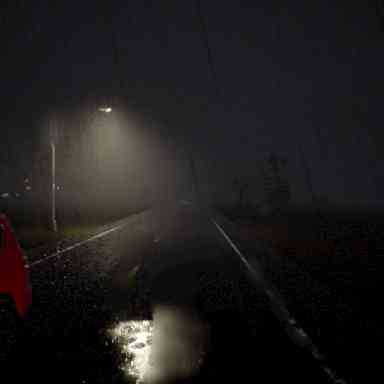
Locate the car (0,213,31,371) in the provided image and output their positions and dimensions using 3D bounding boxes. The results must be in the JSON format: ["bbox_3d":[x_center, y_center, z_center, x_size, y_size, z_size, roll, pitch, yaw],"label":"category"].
[{"bbox_3d":[-3.489,1.254,2.728,2.150,2.045,5.566,0,-1,0],"label":"car"}]
